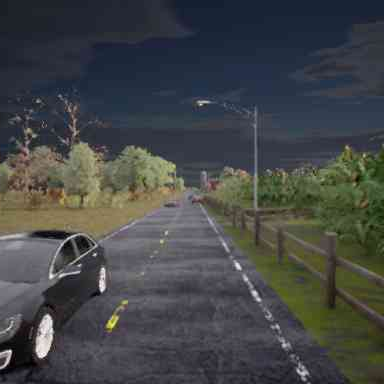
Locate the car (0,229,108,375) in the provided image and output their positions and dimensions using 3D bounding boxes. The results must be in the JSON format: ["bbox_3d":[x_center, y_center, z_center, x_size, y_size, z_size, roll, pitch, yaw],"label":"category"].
[{"bbox_3d":[-2.837,1.500,5.852,1.837,1.490,4.892,0,0,0],"label":"car"}]

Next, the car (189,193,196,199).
[{"bbox_3d":[0.036,1.114,90.260,1.837,1.490,4.892,0,0,0],"label":"car"}]

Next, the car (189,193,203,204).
[{"bbox_3d":[0.923,1.231,59.177,2.097,1.767,4.553,0,0,1],"label":"car"}]

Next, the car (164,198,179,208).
[{"bbox_3d":[-2.809,1.482,46.579,1.994,1.385,4.181,0,0,0],"label":"car"}]
